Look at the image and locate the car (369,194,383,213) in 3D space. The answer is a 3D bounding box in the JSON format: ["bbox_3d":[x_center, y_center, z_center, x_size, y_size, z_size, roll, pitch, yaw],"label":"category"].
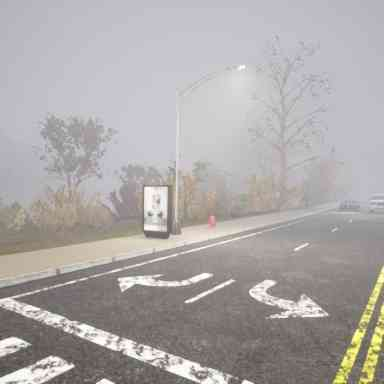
[{"bbox_3d":[21.577,1.262,37.926,2.150,2.045,5.566,0,0,31],"label":"car"}]

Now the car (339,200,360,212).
[{"bbox_3d":[18.795,1.602,39.607,1.994,1.385,4.181,0,0,31],"label":"car"}]
